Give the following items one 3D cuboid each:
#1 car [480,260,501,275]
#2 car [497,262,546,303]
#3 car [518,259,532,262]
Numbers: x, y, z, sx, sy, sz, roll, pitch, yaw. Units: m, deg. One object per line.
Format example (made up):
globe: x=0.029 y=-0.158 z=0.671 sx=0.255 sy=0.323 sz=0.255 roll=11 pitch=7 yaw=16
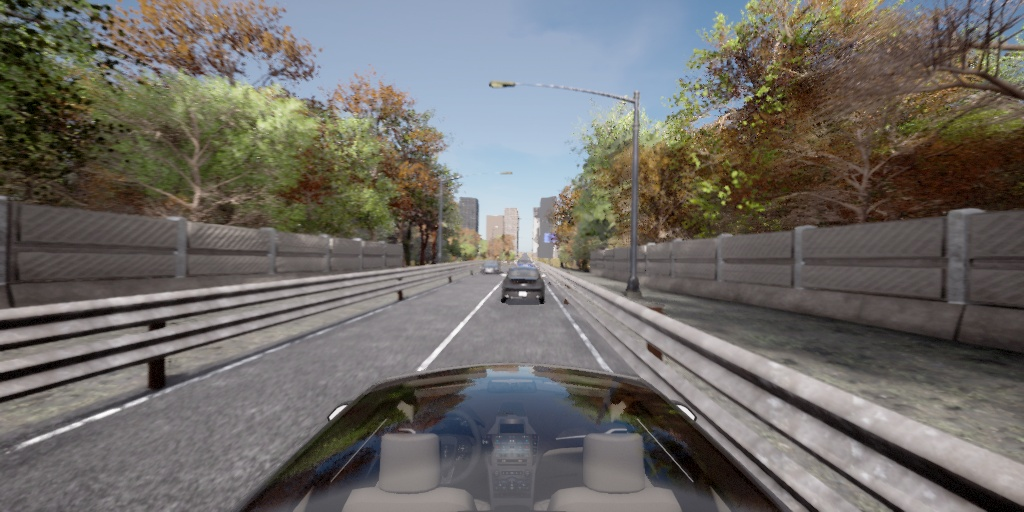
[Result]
car: x=-2.124 y=1.186 z=37.377 sx=1.812 sy=1.442 sz=4.674 roll=1 pitch=0 yaw=2
car: x=0.532 y=1.237 z=16.682 sx=1.837 sy=1.490 sz=4.892 roll=1 pitch=1 yaw=2
car: x=1.335 y=1.077 z=38.097 sx=2.097 sy=1.767 sz=4.553 roll=1 pitch=0 yaw=2
